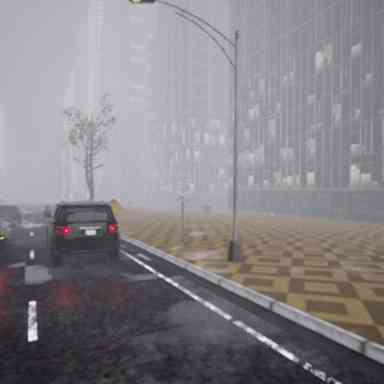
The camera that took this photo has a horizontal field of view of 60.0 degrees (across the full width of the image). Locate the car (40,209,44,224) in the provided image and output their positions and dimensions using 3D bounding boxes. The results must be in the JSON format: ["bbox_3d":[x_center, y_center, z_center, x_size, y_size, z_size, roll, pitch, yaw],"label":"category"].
[{"bbox_3d":[-11.187,1.754,27.070,2.128,1.511,4.902,0,0,-25],"label":"car"}]

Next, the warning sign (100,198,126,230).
[{"bbox_3d":[-4.864,1.315,20.503,1.300,1.860,1.060,1,0,-26],"label":"warning sign"}]

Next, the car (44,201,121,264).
[{"bbox_3d":[-4.283,1.349,12.711,2.150,2.045,5.566,0,0,-26],"label":"car"}]

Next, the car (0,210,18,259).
[{"bbox_3d":[-7.774,1.646,12.494,1.812,1.442,4.674,0,0,-25],"label":"car"}]

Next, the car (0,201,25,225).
[{"bbox_3d":[-14.427,1.730,26.321,1.882,1.535,5.008,0,0,-25],"label":"car"}]
